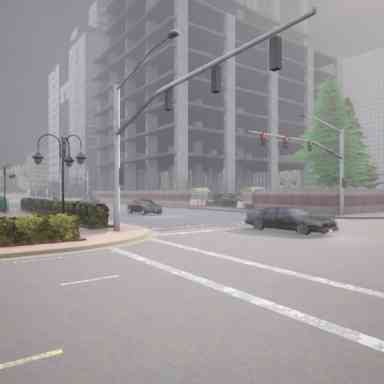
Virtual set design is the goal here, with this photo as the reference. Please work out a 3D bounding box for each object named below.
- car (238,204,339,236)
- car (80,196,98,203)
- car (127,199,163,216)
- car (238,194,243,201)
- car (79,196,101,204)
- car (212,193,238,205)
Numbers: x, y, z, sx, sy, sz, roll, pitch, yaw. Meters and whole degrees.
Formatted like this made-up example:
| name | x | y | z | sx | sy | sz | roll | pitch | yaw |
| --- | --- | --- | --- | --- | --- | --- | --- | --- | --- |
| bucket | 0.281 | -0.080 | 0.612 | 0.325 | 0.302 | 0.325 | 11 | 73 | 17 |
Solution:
| name | x | y | z | sx | sy | sz | roll | pitch | yaw |
| --- | --- | --- | --- | --- | --- | --- | --- | --- | --- |
| car | 5.335 | 1.534 | 18.675 | 2.033 | 1.411 | 5.357 | 0 | 0 | -36 |
| car | -20.676 | 1.545 | 66.696 | 1.895 | 1.301 | 4.718 | 0 | 0 | -36 |
| car | -4.672 | 1.447 | 32.437 | 1.837 | 1.490 | 4.892 | 0 | 1 | -36 |
| car | 7.382 | 1.114 | 55.179 | 1.905 | 1.878 | 3.866 | 0 | 0 | -36 |
| car | -13.824 | 1.437 | 45.040 | 2.128 | 1.511 | 4.902 | 0 | 0 | -36 |
| car | 4.993 | 1.114 | 53.464 | 1.905 | 1.878 | 3.866 | 0 | 0 | -36 |
